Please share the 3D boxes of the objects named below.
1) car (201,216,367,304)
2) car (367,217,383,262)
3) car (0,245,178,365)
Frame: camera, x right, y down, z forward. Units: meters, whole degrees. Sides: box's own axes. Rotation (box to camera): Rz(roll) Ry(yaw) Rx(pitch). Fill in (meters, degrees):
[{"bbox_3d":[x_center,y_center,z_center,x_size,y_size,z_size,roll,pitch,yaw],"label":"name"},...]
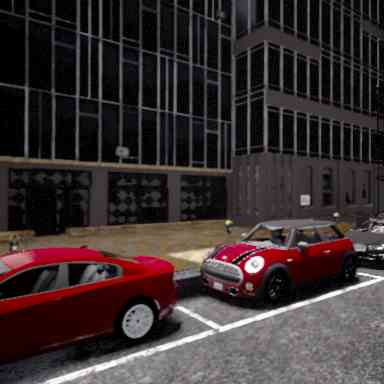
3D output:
[{"bbox_3d":[2.175,1.438,8.105,4.097,1.590,1.967,0,0,-35],"label":"car"},{"bbox_3d":[6.685,1.547,11.322,4.403,1.369,2.008,0,0,-35],"label":"car"},{"bbox_3d":[-2.335,1.545,4.890,4.507,1.381,1.887,0,0,-35],"label":"car"}]
